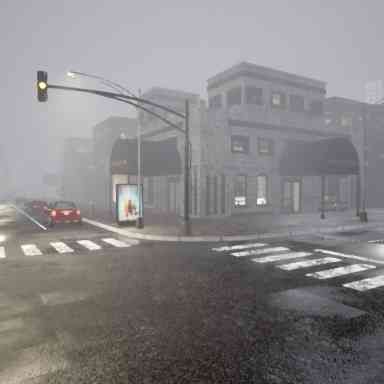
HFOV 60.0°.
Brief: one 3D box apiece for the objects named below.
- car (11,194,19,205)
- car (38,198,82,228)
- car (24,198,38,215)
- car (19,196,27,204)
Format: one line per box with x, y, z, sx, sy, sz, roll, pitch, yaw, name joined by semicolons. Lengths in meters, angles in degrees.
-25.996;1.269;50.698;2.008;1.369;4.403;-1;1;-31;car
-8.431;1.289;21.376;1.967;1.590;4.097;-1;1;-31;car
-14.285;1.385;31.151;1.802;1.307;4.206;-1;1;-31;car
-17.213;1.331;36.038;2.008;1.369;4.403;-1;1;-31;car
